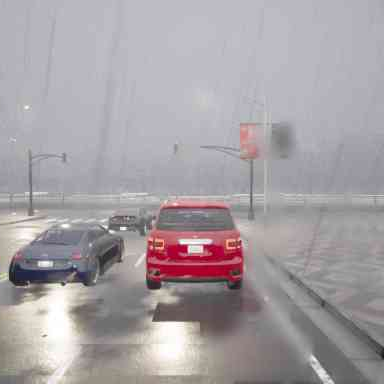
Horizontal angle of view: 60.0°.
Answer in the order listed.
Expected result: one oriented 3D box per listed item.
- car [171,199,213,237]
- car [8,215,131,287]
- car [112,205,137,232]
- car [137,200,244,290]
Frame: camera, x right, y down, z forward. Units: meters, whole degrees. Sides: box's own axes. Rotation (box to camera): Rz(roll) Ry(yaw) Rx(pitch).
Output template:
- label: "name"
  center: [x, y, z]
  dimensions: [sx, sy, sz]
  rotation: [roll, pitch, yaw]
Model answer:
- label: "car"
  center: [-0.024, 1.343, 18.813]
  dimensions: [2.097, 1.767, 4.553]
  rotation: [0, 0, 0]
- label: "car"
  center: [-3.216, 1.559, 9.365]
  dimensions: [1.994, 1.385, 4.181]
  rotation: [0, 0, 1]
- label: "car"
  center: [-3.275, 1.495, 18.267]
  dimensions: [1.837, 1.490, 4.892]
  rotation: [0, 0, 0]
- label: "car"
  center: [0.044, 1.217, 9.223]
  dimensions: [2.150, 2.045, 5.566]
  rotation: [0, 0, -1]
